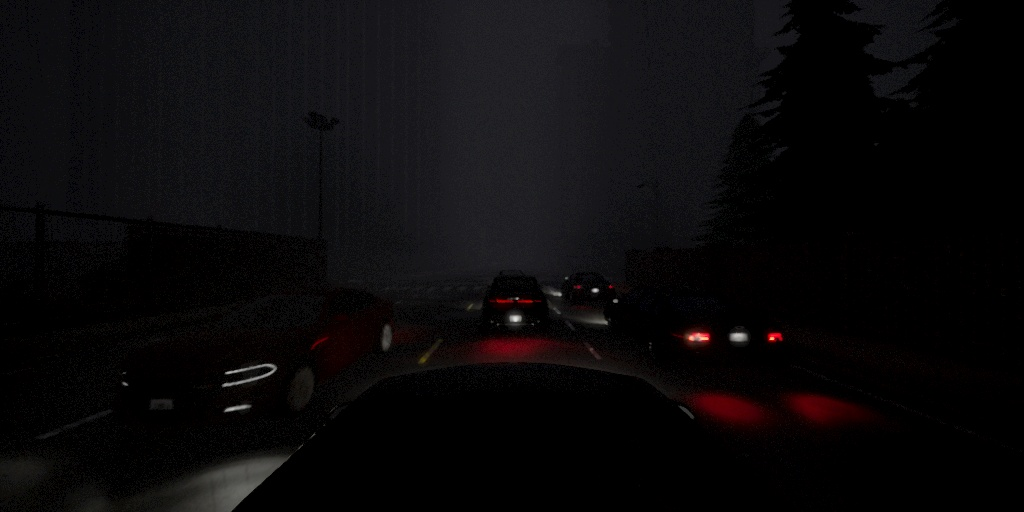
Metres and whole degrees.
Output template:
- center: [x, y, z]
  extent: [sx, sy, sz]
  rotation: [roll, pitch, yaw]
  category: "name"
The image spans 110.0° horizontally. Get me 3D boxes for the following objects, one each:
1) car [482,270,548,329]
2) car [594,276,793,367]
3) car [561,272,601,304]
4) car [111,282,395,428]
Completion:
- center: [0.090, 1.358, 11.623]
  extent: [1.837, 1.490, 4.892]
  rotation: [0, 0, 0]
  category: "car"
- center: [3.597, 1.364, 8.199]
  extent: [2.033, 1.411, 5.357]
  rotation: [0, -1, 0]
  category: "car"
- center: [3.586, 1.475, 17.440]
  extent: [1.994, 1.385, 4.181]
  rotation: [0, -1, 0]
  category: "car"
- center: [-3.592, 1.273, 6.178]
  extent: [1.882, 1.535, 5.008]
  rotation: [0, -1, 0]
  category: "car"
